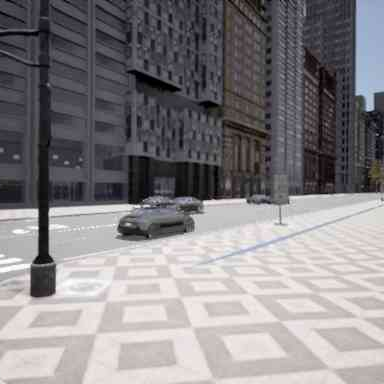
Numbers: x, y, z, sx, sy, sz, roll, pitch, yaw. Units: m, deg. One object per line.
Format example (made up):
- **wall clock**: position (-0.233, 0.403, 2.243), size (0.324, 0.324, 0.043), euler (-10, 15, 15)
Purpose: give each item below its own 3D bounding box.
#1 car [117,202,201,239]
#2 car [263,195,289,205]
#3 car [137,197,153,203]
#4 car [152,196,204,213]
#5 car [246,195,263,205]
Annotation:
- **car**: position (-1.678, 1.412, 16.506), size (1.994, 1.385, 4.181), euler (1, 1, 36)
- **car**: position (12.306, 1.079, 47.247), size (1.837, 1.490, 4.892), euler (1, 0, 36)
- **car**: position (-3.435, 1.180, 31.063), size (2.128, 1.511, 4.902), euler (1, 1, 36)
- **car**: position (-0.807, 1.210, 29.151), size (2.128, 1.511, 4.902), euler (1, 1, 36)
- **car**: position (9.929, 1.084, 49.503), size (2.033, 1.411, 5.357), euler (1, 1, 36)
